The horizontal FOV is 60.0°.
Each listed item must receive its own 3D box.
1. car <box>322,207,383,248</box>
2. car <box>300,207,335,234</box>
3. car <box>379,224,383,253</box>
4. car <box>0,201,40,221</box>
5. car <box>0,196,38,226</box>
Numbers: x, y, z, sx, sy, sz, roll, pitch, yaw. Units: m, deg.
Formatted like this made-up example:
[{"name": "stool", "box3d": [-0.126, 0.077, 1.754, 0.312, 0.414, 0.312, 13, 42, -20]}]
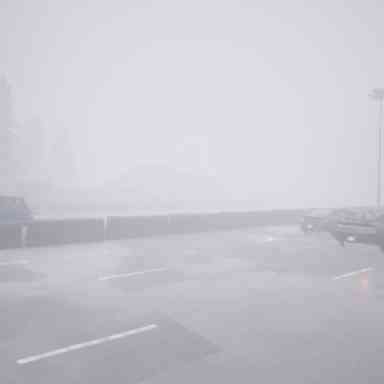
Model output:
[{"name": "car", "box3d": [7.820, 1.500, 13.622, 4.902, 1.511, 2.128, 0, 0, -36]}, {"name": "car", "box3d": [7.734, 1.535, 17.858, 4.674, 1.442, 1.812, 0, 0, -35]}, {"name": "car", "box3d": [7.036, 1.570, 8.764, 4.181, 1.385, 1.994, 0, 0, -35]}, {"name": "car", "box3d": [-15.590, 1.549, 27.263, 5.357, 1.411, 2.033, 0, 0, -35]}, {"name": "car", "box3d": [-11.369, 1.222, 17.378, 5.566, 2.045, 2.150, 0, 0, -35]}]
